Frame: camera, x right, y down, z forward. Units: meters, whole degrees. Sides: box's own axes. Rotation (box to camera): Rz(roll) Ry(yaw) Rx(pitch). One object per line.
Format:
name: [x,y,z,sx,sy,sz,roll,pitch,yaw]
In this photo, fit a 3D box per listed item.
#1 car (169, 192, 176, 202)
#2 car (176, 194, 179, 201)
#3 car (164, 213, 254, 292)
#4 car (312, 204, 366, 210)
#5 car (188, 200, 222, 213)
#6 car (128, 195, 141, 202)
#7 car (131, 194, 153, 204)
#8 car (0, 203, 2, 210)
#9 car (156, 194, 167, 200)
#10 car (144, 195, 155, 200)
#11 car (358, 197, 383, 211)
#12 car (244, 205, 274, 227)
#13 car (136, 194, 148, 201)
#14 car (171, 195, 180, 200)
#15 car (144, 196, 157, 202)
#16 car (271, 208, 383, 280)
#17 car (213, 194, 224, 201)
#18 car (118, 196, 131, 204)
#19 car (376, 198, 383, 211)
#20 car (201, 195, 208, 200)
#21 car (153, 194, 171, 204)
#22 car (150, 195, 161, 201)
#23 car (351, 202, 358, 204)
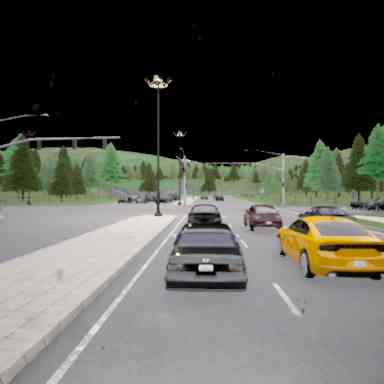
car: [-5.316,1.280,72.180,2.097,1.767,4.553,0,0,2]
car: [-4.927,1.139,82.473,2.150,2.045,5.566,0,0,2]
car: [0.377,1.538,9.050,2.033,1.411,5.357,0,0,2]
car: [7.743,1.527,19.421,2.033,1.411,5.357,0,0,3]
car: [0.757,1.457,19.839,1.882,1.535,5.008,0,0,3]
car: [-12.332,1.449,71.885,1.812,1.442,4.674,0,0,2]
car: [-9.259,1.427,62.128,2.128,1.511,4.902,0,0,3]
car: [-22.768,1.315,35.161,4.553,1.767,2.097,0,0,2]
car: [-8.171,1.431,89.220,2.128,1.511,4.902,0,0,2]
car: [-11.606,1.444,90.977,2.033,1.411,5.357,0,0,2]
car: [22.244,1.310,38.257,4.553,1.767,2.097,0,0,3]
car: [4.283,1.504,20.397,1.812,1.442,4.674,0,0,3]
car: [-11.997,1.271,80.742,2.097,1.767,4.553,0,0,2]
car: [-4.518,1.436,92.876,2.033,1.411,5.357,0,0,2]
car: [-8.864,1.478,70.981,1.994,1.385,4.181,0,0,2]
car: [3.919,1.467,10.024,1.882,1.535,5.008,0,0,2]
car: [6.444,1.394,78.845,1.882,1.535,5.008,0,0,2]
car: [-12.700,1.498,63.264,1.994,1.385,4.181,0,0,3]
car: [22.354,1.563,34.745,4.718,1.301,1.895,0,0,3]
car: [3.607,1.452,95.357,1.994,1.385,4.181,0,0,3]
car: [-5.701,1.535,63.245,1.895,1.301,4.718,0,0,3]
car: [-8.557,1.470,79.093,1.994,1.385,4.181,0,0,2]
car: [22.458,1.555,41.751,4.718,1.301,1.895,0,0,3]
